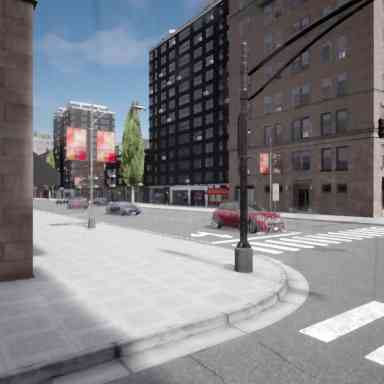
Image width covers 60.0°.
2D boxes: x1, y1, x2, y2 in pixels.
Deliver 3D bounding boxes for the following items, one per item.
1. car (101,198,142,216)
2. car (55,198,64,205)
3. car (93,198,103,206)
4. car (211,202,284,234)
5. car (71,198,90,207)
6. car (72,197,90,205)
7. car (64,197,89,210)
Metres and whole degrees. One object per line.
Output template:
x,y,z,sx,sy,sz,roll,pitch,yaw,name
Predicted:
-7.082,1.665,33.954,2.033,1.411,5.357,0,0,-36,car
-25.310,1.857,65.105,1.895,1.301,4.718,0,0,-36,car
-16.229,1.714,58.073,2.128,1.511,4.902,0,0,-36,car
3.204,1.401,19.701,2.097,1.767,4.553,0,0,-36,car
-18.945,1.743,56.290,1.812,1.442,4.674,0,0,-36,car
-22.135,1.749,66.259,2.128,1.511,4.902,0,0,-36,car
-15.914,1.739,46.281,1.994,1.385,4.181,0,0,-35,car
